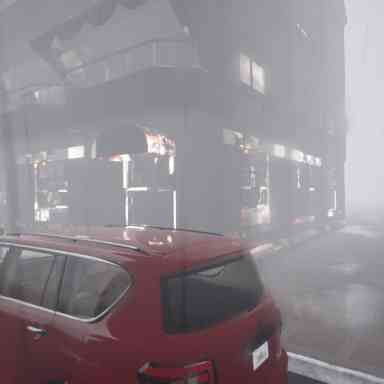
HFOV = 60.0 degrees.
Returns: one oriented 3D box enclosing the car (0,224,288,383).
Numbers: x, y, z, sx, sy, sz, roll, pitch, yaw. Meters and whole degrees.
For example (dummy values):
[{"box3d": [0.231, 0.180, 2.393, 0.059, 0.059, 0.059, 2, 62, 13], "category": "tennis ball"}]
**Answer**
[{"box3d": [-1.426, 1.316, 3.899, 5.009, 1.841, 2.192, 0, -1, 35], "category": "car"}]
